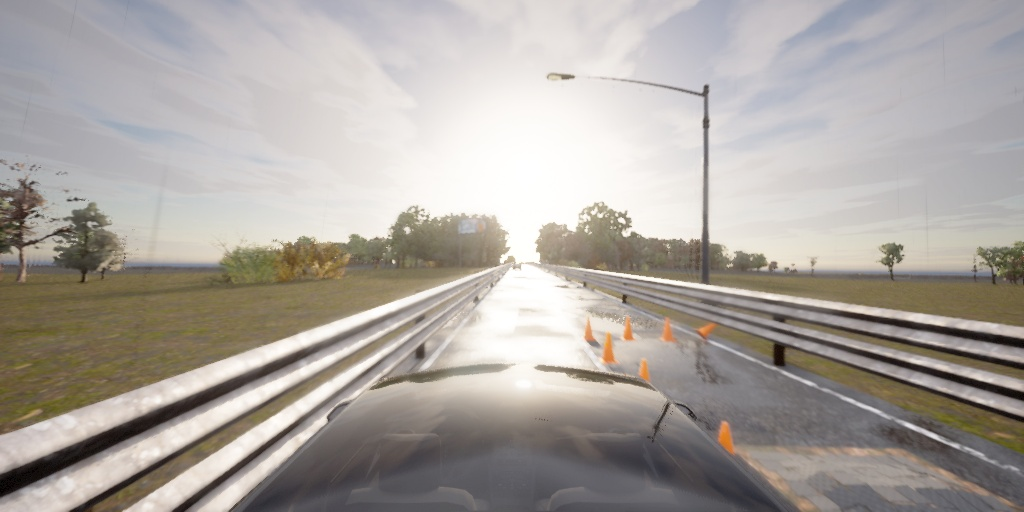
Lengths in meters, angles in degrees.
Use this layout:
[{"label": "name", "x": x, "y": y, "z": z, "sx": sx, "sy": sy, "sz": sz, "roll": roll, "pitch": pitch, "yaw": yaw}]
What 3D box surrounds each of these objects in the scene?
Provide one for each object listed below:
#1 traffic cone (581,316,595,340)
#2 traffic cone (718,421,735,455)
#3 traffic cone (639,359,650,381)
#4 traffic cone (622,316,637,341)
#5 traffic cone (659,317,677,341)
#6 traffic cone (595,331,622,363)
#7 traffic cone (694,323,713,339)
[{"label": "traffic cone", "x": 1.940, "y": 1.812, "z": 9.113, "sx": 0.340, "sy": 0.580, "sz": 0.340, "roll": 0, "pitch": 0, "yaw": 1}, {"label": "traffic cone", "x": 1.849, "y": 1.742, "z": 3.114, "sx": 0.340, "sy": 0.580, "sz": 0.340, "roll": 0, "pitch": 0, "yaw": 1}, {"label": "traffic cone", "x": 1.879, "y": 1.765, "z": 5.113, "sx": 0.340, "sy": 0.580, "sz": 0.340, "roll": 0, "pitch": 0, "yaw": 1}, {"label": "traffic cone", "x": 2.940, "y": 1.823, "z": 9.097, "sx": 0.340, "sy": 0.580, "sz": 0.340, "roll": 0, "pitch": 0, "yaw": 1}, {"label": "traffic cone", "x": 3.939, "y": 1.834, "z": 9.082, "sx": 0.340, "sy": 0.580, "sz": 0.340, "roll": 0, "pitch": 0, "yaw": 1}, {"label": "traffic cone", "x": 1.910, "y": 1.789, "z": 7.113, "sx": 0.340, "sy": 0.580, "sz": 0.340, "roll": 0, "pitch": 0, "yaw": 1}, {"label": "traffic cone", "x": 4.792, "y": 1.713, "z": 9.110, "sx": 0.340, "sy": 0.580, "sz": 0.340, "roll": 0, "pitch": 0, "yaw": 5}]
